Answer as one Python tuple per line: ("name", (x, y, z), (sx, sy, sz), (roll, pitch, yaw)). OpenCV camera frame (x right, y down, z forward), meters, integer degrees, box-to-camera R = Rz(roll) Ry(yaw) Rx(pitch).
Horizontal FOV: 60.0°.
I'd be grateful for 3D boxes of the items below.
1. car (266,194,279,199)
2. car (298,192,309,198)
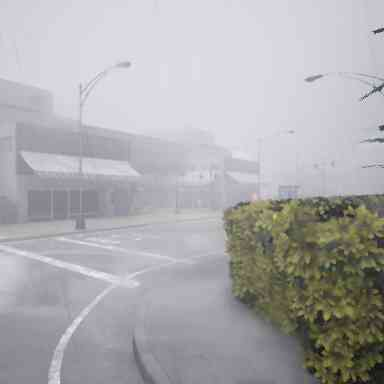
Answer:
("car", (18.030, 1.235, 74.692), (1.970, 1.475, 3.806), (0, 0, 37))
("car", (25.189, 1.302, 78.133), (2.007, 1.523, 4.514), (0, 0, 37))
